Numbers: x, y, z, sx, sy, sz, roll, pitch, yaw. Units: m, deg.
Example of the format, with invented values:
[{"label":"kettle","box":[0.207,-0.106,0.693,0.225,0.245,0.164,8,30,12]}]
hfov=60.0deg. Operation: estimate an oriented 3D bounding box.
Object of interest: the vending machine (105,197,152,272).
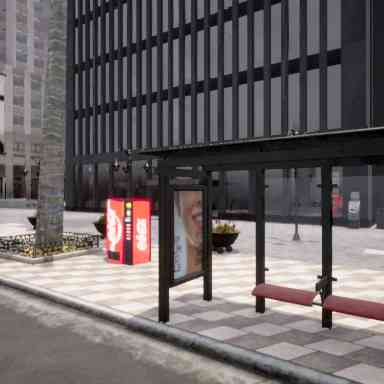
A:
[{"label":"vending machine","box":[-1.909,1.195,10.028,0.880,2.100,1.100,0,0,36]}]
